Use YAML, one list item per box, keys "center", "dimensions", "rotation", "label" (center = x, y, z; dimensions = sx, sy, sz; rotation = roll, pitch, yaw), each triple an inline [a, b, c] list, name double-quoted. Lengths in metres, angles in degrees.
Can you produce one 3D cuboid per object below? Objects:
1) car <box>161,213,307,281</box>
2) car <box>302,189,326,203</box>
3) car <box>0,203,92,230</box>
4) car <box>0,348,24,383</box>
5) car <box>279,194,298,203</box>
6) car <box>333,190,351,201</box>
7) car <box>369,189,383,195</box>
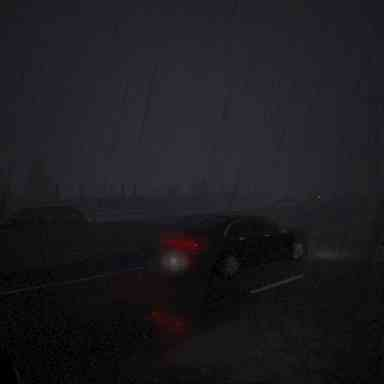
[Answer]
- center: [1.422, 1.382, 9.611]
  dimensions: [4.892, 1.490, 1.837]
  rotation: [-1, 1, -40]
  label: "car"
- center: [16.730, 0.606, 45.571]
  dimensions: [2.097, 1.767, 4.553]
  rotation: [-1, 1, 27]
  label: "car"
- center: [-6.187, 1.314, 12.728]
  dimensions: [4.553, 1.767, 2.097]
  rotation: [-1, 1, -38]
  label: "car"
- center: [-3.456, 1.532, 1.449]
  dimensions: [4.902, 1.511, 2.128]
  rotation: [-1, 1, -35]
  label: "car"
- center: [13.647, 0.888, 47.100]
  dimensions: [1.895, 1.301, 4.718]
  rotation: [-1, 1, 27]
  label: "car"
- center: [20.707, 0.741, 45.530]
  dimensions: [2.033, 1.411, 5.357]
  rotation: [-1, 1, 27]
  label: "car"
- center: [45.303, -0.080, 79.945]
  dimensions: [1.882, 1.535, 5.008]
  rotation: [-1, 1, 4]
  label: "car"
